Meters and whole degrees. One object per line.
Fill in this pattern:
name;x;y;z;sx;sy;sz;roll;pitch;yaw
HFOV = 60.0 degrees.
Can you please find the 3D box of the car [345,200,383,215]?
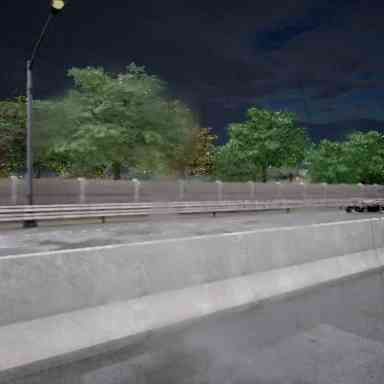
car;17.452;1.528;33.556;4.718;1.301;1.895;0;0;-35
